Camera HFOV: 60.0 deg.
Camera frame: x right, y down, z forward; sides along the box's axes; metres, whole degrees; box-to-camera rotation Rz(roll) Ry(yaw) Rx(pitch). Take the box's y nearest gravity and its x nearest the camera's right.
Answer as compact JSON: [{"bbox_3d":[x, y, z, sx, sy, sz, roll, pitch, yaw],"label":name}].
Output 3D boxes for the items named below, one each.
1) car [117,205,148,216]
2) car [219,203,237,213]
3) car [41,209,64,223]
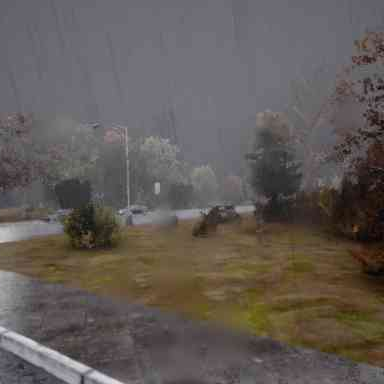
[{"bbox_3d":[-7.995,2.496,45.200,2.128,1.511,4.902,-3,-2,32],"label":"car"},{"bbox_3d":[4.463,2.150,44.929,1.994,1.385,4.181,-3,-2,32],"label":"car"},{"bbox_3d":[-14.003,2.520,35.753,1.994,1.385,4.181,-3,-2,32],"label":"car"}]
